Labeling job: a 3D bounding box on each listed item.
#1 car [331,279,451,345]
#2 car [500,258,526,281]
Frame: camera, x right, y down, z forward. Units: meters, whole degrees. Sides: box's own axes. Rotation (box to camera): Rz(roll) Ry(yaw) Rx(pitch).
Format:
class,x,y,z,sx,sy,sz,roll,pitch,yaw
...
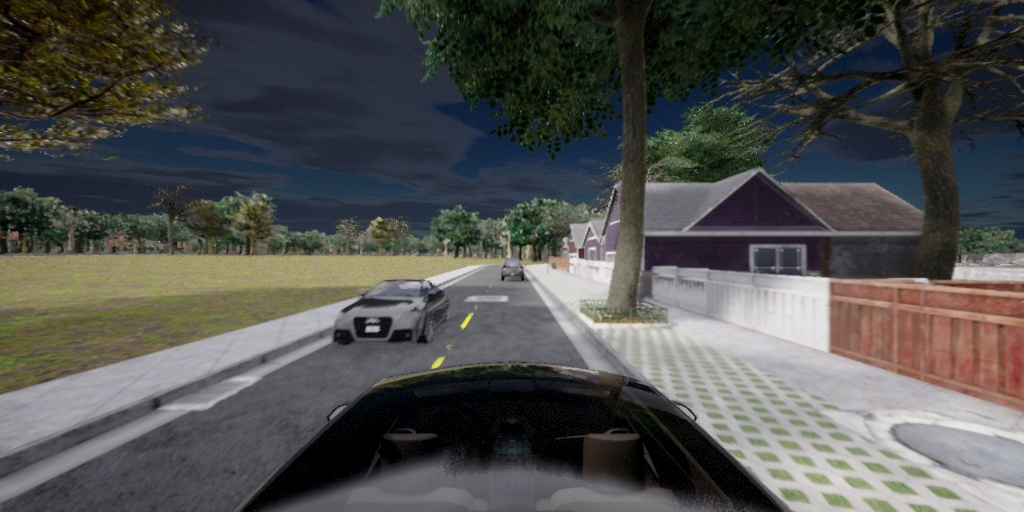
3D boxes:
class,x,y,z,sx,sy,sz,roll,pitch,yaw
car,-2.849,1.299,9.322,1.994,1.385,4.181,0,0,0
car,0.078,1.159,29.164,2.128,1.511,4.902,0,0,1
